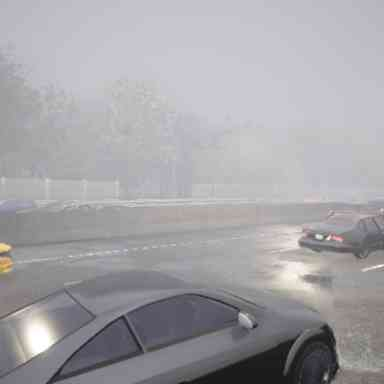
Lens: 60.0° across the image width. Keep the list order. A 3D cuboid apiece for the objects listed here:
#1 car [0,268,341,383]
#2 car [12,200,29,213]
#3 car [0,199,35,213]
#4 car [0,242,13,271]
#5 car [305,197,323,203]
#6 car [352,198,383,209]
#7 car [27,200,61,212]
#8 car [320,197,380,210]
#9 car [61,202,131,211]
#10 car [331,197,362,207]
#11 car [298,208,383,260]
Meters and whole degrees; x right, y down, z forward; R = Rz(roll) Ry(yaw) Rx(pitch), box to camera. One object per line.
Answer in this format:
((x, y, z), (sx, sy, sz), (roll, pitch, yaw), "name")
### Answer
((-0.310, 1.563, 3.524), (4.181, 1.385, 1.994), (0, 0, -35), "car")
((-10.901, 1.548, 26.310), (5.357, 1.411, 2.033), (0, 0, -35), "car")
((-15.073, 1.355, 27.632), (4.553, 1.767, 2.097), (0, 0, -35), "car")
((-6.853, 1.480, 7.455), (5.008, 1.535, 1.882), (0, 0, -36), "car")
((19.972, 1.487, 52.565), (5.008, 1.535, 1.882), (0, 0, -35), "car")
((25.442, 1.558, 47.859), (5.357, 1.411, 2.033), (0, 0, -35), "car")
((-8.664, 1.492, 23.605), (4.902, 1.511, 2.128), (0, 0, -35), "car")
((9.903, 1.344, 19.409), (4.553, 1.767, 2.097), (0, 0, -35), "car")
((-5.638, 1.525, 21.465), (4.674, 1.442, 1.812), (0, 0, -35), "car")
((23.599, 1.502, 50.850), (4.902, 1.511, 2.128), (0, 0, -35), "car")
((6.277, 1.542, 12.522), (5.357, 1.411, 2.033), (0, 0, -35), "car")
